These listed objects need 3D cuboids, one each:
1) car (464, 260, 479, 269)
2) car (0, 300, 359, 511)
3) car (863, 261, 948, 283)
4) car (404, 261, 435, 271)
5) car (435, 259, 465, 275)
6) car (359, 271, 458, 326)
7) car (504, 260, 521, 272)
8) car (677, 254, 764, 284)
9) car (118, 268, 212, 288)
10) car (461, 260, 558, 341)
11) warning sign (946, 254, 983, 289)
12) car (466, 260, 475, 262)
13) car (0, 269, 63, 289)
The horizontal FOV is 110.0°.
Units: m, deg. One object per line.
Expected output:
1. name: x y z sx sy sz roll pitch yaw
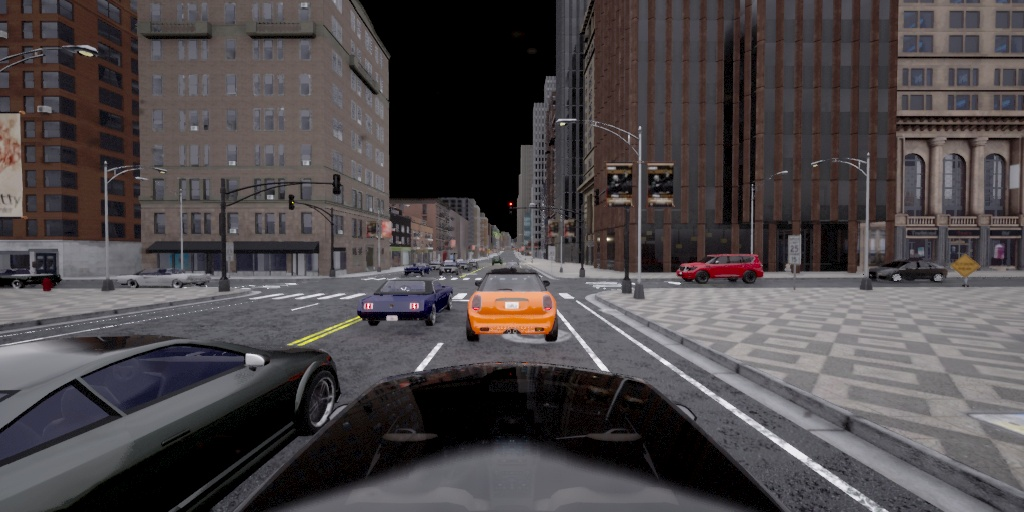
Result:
1. car: -6.578 1.344 58.872 1.994 1.385 4.181 0 0 0
2. car: -3.158 1.314 2.838 1.994 1.385 4.181 0 0 1
3. car: 28.116 1.106 25.726 4.892 1.490 1.837 0 1 -1
4. car: -9.849 1.367 37.687 1.895 1.301 4.718 0 0 0
5. car: -6.597 1.331 38.894 1.994 1.385 4.181 0 0 0
6. car: -3.149 1.351 11.657 1.895 1.301 4.718 0 0 0
7. car: 0.070 1.321 46.934 2.033 1.411 5.357 0 0 0
8. car: 14.841 0.876 25.674 5.566 2.045 2.150 0 1 0
9. car: -22.754 1.446 23.639 4.718 1.301 1.895 0 1 1
10. car: 0.010 1.101 10.005 2.097 1.767 4.553 0 0 0
11. warning sign: 25.179 0.827 19.909 1.060 1.860 1.300 0 0 0
12. car: -6.596 1.339 48.853 1.994 1.385 4.181 0 0 0
13. car: -33.073 1.481 23.725 4.718 1.301 1.895 0 1 0
